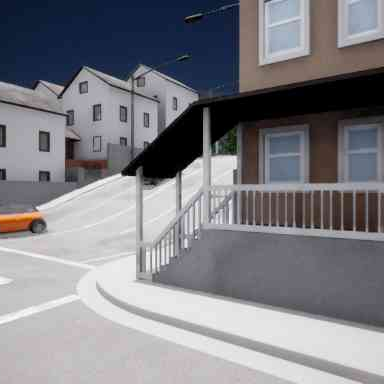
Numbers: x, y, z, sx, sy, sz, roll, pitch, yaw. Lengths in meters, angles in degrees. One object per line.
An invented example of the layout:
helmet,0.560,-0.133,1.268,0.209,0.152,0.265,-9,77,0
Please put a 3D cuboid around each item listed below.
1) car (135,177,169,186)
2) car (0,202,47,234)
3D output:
car,-2.731,-1.559,28.232,1.895,1.301,4.718,1,19,35
car,-10.206,1.441,17.549,2.097,1.767,4.553,0,1,38
